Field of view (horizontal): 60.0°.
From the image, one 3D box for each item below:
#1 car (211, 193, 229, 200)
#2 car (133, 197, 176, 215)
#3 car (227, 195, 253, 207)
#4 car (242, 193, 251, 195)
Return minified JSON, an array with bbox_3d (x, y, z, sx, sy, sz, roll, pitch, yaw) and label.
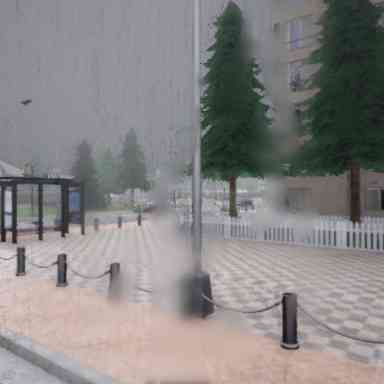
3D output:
[{"bbox_3d":[8.040,1.528,89.398,3.806,1.475,1.970,0,0,35],"label":"car"},{"bbox_3d":[-4.148,1.585,35.149,1.812,1.442,4.674,0,0,35],"label":"car"},{"bbox_3d":[7.932,1.589,52.176,1.837,1.490,4.892,0,0,35],"label":"car"},{"bbox_3d":[12.400,1.494,82.695,3.633,1.501,1.845,0,0,35],"label":"car"}]
